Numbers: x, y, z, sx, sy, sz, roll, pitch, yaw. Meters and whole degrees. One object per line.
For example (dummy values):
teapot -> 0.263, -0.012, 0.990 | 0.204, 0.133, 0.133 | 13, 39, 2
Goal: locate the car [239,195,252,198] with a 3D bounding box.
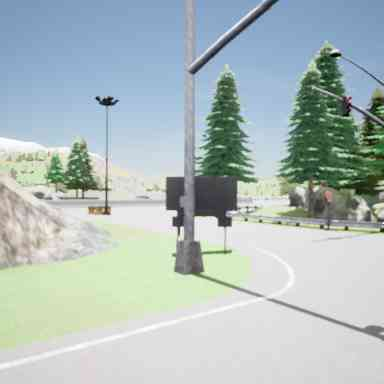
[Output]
car -> 14.012, 1.412, 89.808 | 5.008, 1.535, 1.882 | 0, 0, -36

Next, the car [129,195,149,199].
car -> -11.494, 1.519, 71.471 | 4.553, 1.767, 2.097 | 0, 0, -36
